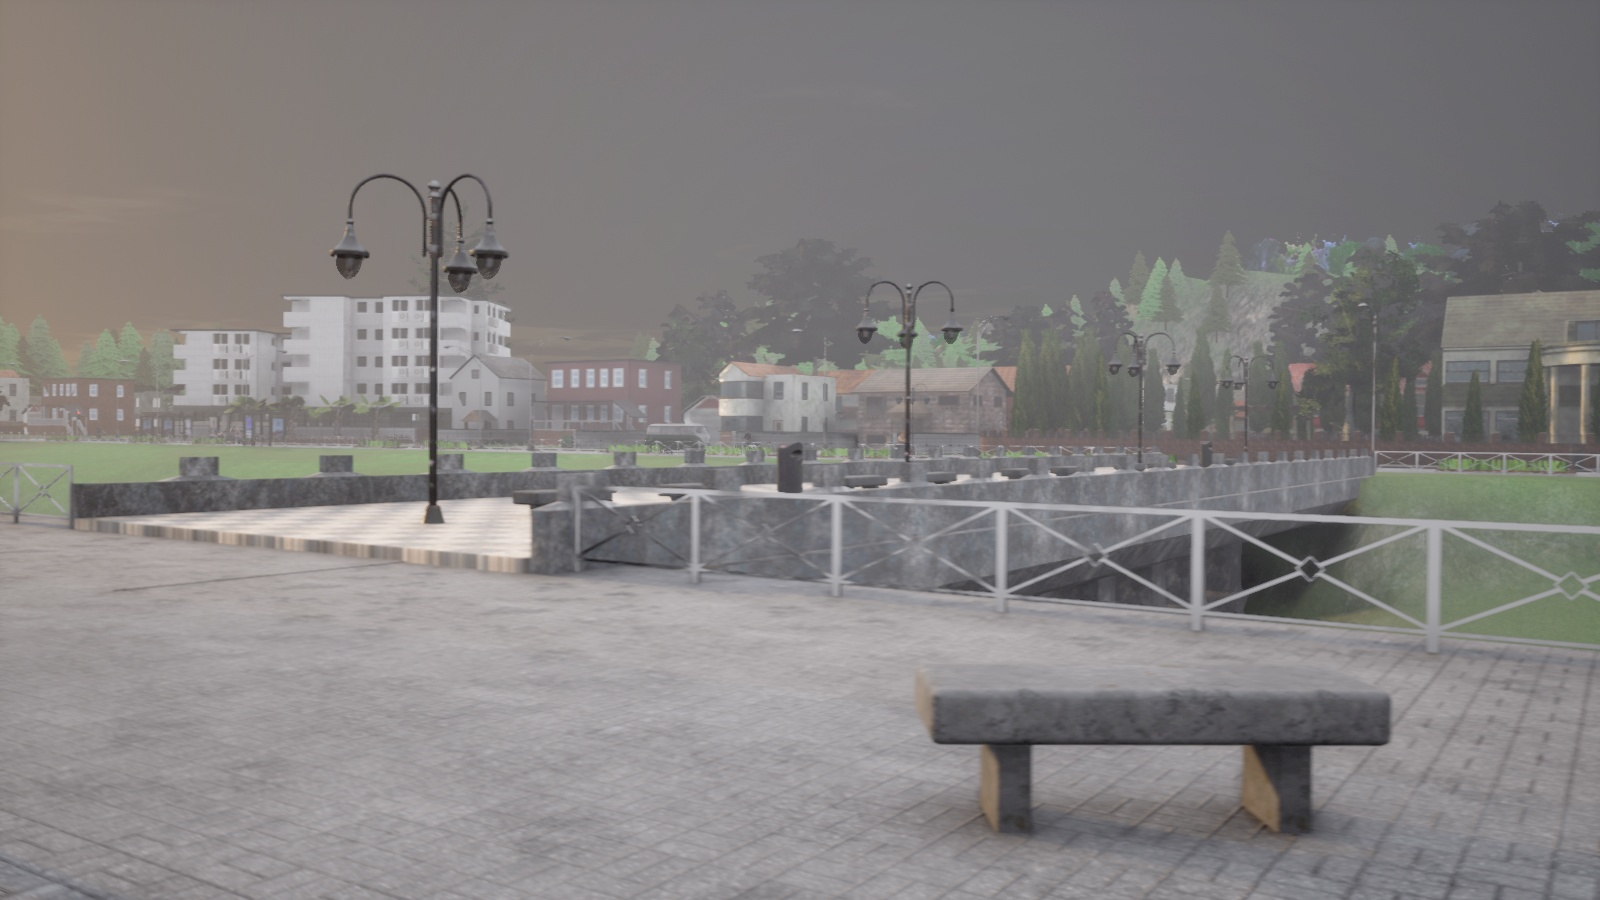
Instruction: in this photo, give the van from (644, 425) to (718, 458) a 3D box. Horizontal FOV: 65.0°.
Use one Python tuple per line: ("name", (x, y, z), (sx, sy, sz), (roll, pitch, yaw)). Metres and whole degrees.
("van", (-7.440, -0.519, 78.410), (4.442, 1.987, 1.775), (0, 1, 34))
